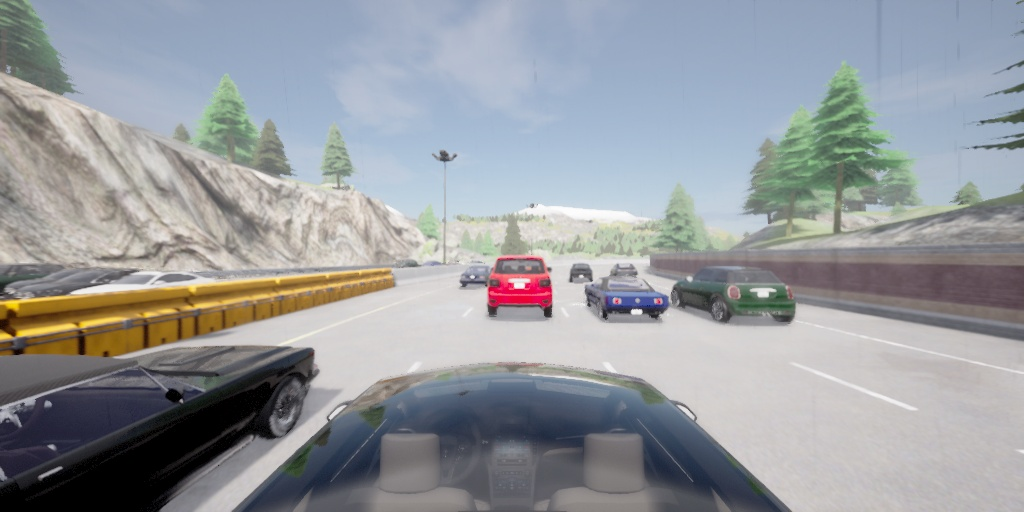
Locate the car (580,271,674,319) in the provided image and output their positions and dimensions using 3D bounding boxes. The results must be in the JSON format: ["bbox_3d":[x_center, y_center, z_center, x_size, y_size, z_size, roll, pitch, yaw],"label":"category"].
[{"bbox_3d":[3.824,1.381,12.890,1.895,1.301,4.718,0,0,3],"label":"car"}]

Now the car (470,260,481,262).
[{"bbox_3d":[-5.791,1.419,55.727,1.812,1.442,4.674,0,0,19],"label":"car"}]

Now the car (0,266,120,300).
[{"bbox_3d":[-17.230,1.290,15.165,1.837,1.490,4.892,0,0,4],"label":"car"}]

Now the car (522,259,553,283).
[{"bbox_3d":[2.204,1.177,29.828,2.097,1.767,4.553,0,0,9],"label":"car"}]

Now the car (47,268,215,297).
[{"bbox_3d":[-13.814,1.307,13.789,1.812,1.442,4.674,0,0,3],"label":"car"}]

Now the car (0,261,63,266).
[{"bbox_3d":[-24.102,1.142,17.144,2.097,1.767,4.553,0,0,4],"label":"car"}]

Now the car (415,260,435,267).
[{"bbox_3d":[-12.838,1.422,56.754,1.812,1.442,4.674,0,0,19],"label":"car"}]

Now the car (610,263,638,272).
[{"bbox_3d":[9.338,1.318,30.064,2.128,1.511,4.902,0,0,10],"label":"car"}]

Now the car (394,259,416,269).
[{"bbox_3d":[-16.583,1.247,56.459,2.097,1.767,4.553,0,0,18],"label":"car"}]

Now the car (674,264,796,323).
[{"bbox_3d":[7.334,1.131,12.451,2.097,1.767,4.553,0,0,3],"label":"car"}]

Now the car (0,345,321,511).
[{"bbox_3d":[-3.396,1.353,2.468,1.895,1.301,4.718,0,0,0],"label":"car"}]

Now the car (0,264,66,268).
[{"bbox_3d":[-20.595,1.295,17.313,1.837,1.490,4.892,0,0,4],"label":"car"}]

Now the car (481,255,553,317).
[{"bbox_3d":[0.359,1.003,13.574,2.150,2.045,5.566,0,0,3],"label":"car"}]

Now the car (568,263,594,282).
[{"bbox_3d":[5.807,1.331,30.185,1.837,1.490,4.892,0,0,10],"label":"car"}]

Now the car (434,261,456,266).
[{"bbox_3d":[-9.597,1.493,55.459,1.895,1.301,4.718,0,0,19],"label":"car"}]

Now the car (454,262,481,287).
[{"bbox_3d":[-2.148,1.359,24.736,2.033,1.411,5.357,0,0,7],"label":"car"}]
